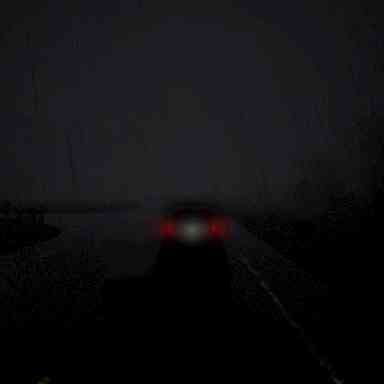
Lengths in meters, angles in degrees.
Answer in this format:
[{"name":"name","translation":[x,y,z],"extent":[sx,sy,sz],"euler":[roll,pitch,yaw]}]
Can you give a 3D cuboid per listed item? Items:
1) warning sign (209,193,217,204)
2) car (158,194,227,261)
[{"name":"warning sign","translation":[3.556,1.153,56.853],"extent":[1.300,1.860,1.060],"euler":[1,1,0]},{"name":"car","translation":[0.033,1.232,12.406],"extent":[2.150,2.045,5.566],"euler":[0,0,0]}]
